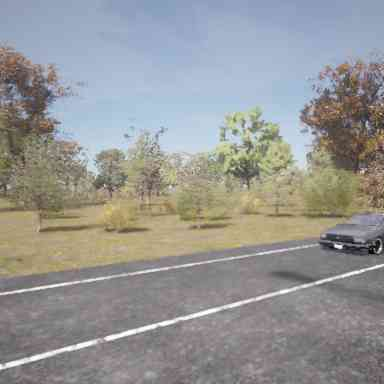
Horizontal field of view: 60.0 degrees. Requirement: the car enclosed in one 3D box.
[{"bbox_3d":[7.405,1.546,13.365,5.357,1.411,2.033,0,0,-34],"label":"car"}]
